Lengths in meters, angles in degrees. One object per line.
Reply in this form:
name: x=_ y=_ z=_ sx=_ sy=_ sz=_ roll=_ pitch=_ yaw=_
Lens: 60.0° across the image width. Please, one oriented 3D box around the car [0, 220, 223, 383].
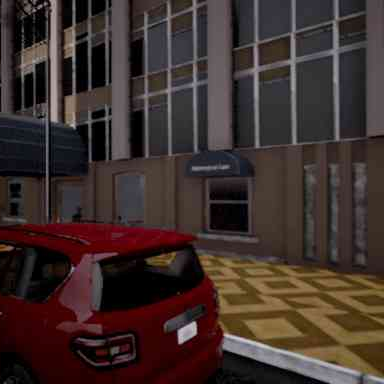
car: x=-1.988 y=1.302 z=4.302 sx=5.009 sy=1.841 sz=2.192 roll=0 pitch=0 yaw=35
